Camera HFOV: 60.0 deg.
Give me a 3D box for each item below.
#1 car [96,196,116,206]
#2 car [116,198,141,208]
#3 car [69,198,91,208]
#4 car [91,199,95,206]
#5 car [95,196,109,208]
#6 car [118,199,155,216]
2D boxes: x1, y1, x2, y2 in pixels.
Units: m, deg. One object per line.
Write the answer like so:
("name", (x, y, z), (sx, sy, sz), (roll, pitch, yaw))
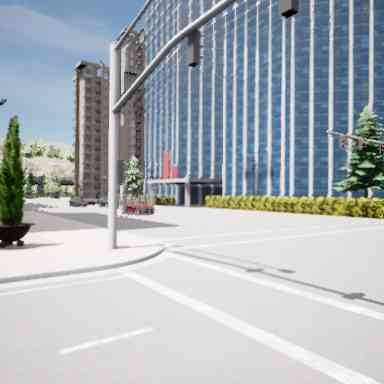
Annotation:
("car", (-16.227, 1.606, 62.422), (2.097, 1.767, 4.553), (1, 0, -36))
("car", (-10.503, 1.803, 54.591), (2.033, 1.411, 5.357), (1, 0, -36))
("car", (-18.273, 1.694, 53.291), (1.837, 1.490, 4.892), (1, -1, -36))
("car", (-19.103, 1.817, 60.421), (1.895, 1.301, 4.718), (1, 0, -36))
("car", (-13.027, 1.722, 52.101), (1.837, 1.490, 4.892), (1, 0, -35))
("car", (-5.783, 1.655, 35.831), (1.882, 1.535, 5.008), (1, 0, -36))
